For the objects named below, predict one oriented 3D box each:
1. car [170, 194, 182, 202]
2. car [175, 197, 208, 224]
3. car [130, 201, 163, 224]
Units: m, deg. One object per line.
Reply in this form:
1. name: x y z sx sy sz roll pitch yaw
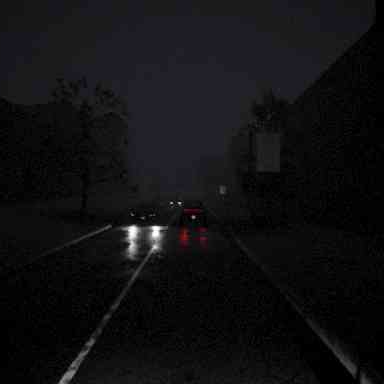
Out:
1. car: -3.096 1.181 65.078 1.837 1.490 4.892 0 0 0
2. car: 0.093 1.382 23.658 2.128 1.511 4.902 0 0 0
3. car: -3.105 1.395 23.478 1.837 1.490 4.892 0 0 0
